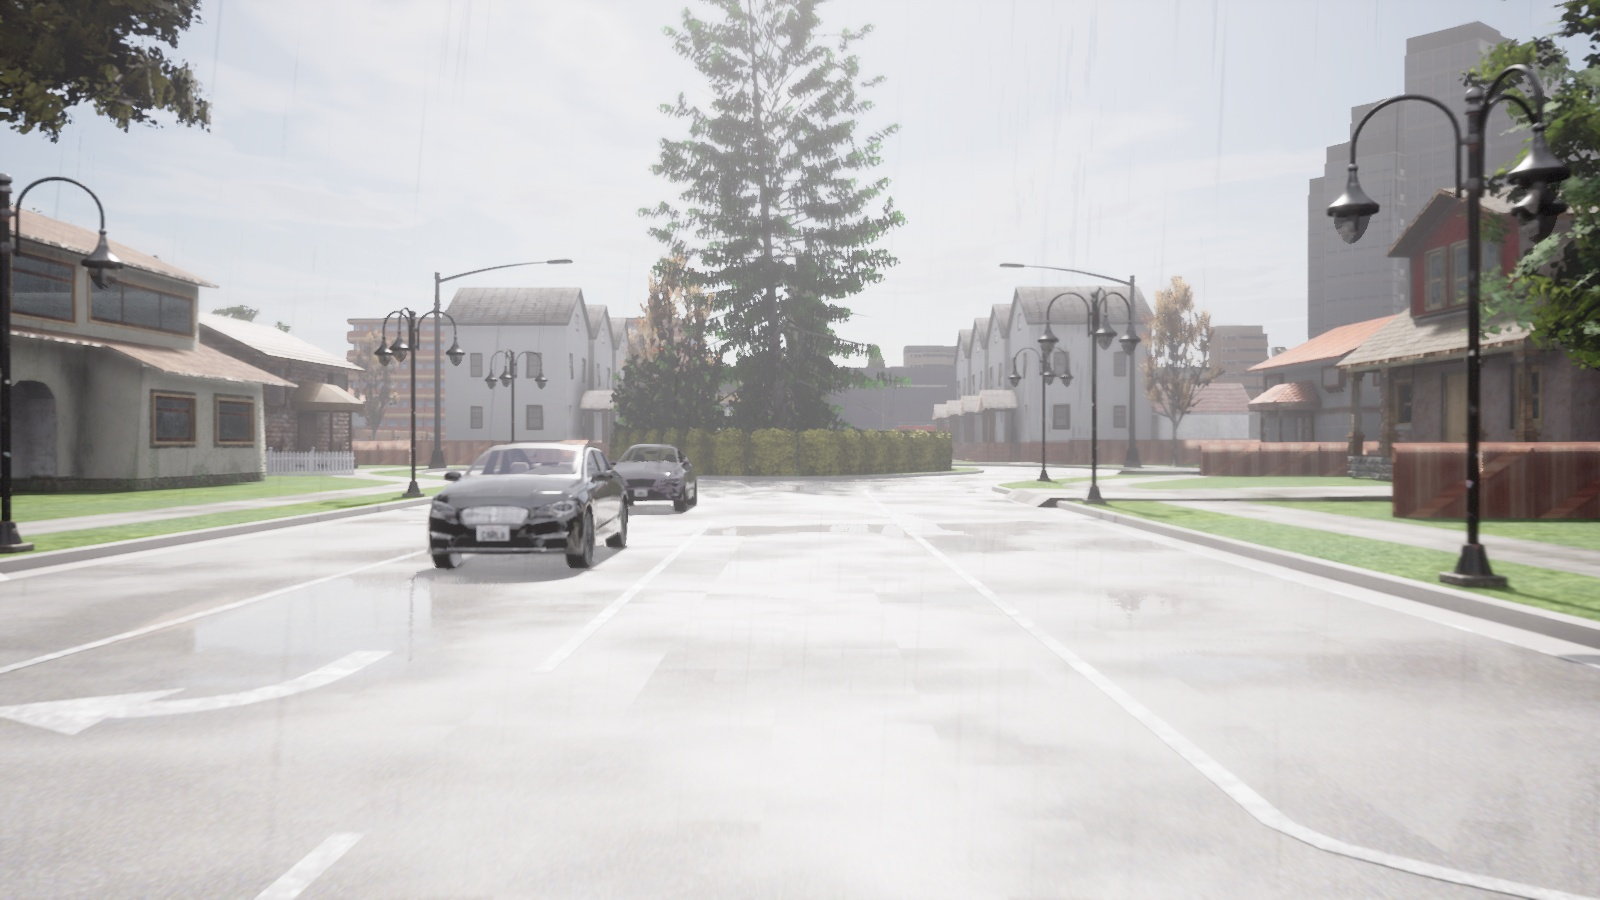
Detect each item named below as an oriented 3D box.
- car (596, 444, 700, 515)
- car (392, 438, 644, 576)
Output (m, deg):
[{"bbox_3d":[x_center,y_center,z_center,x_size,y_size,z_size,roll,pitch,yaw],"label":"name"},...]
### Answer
[{"bbox_3d":[-3.339,0.598,28.322,1.816,1.474,4.193,0,0,0],"label":"car"},{"bbox_3d":[-3.401,0.609,16.242,2.128,1.511,4.902,0,0,0],"label":"car"}]
